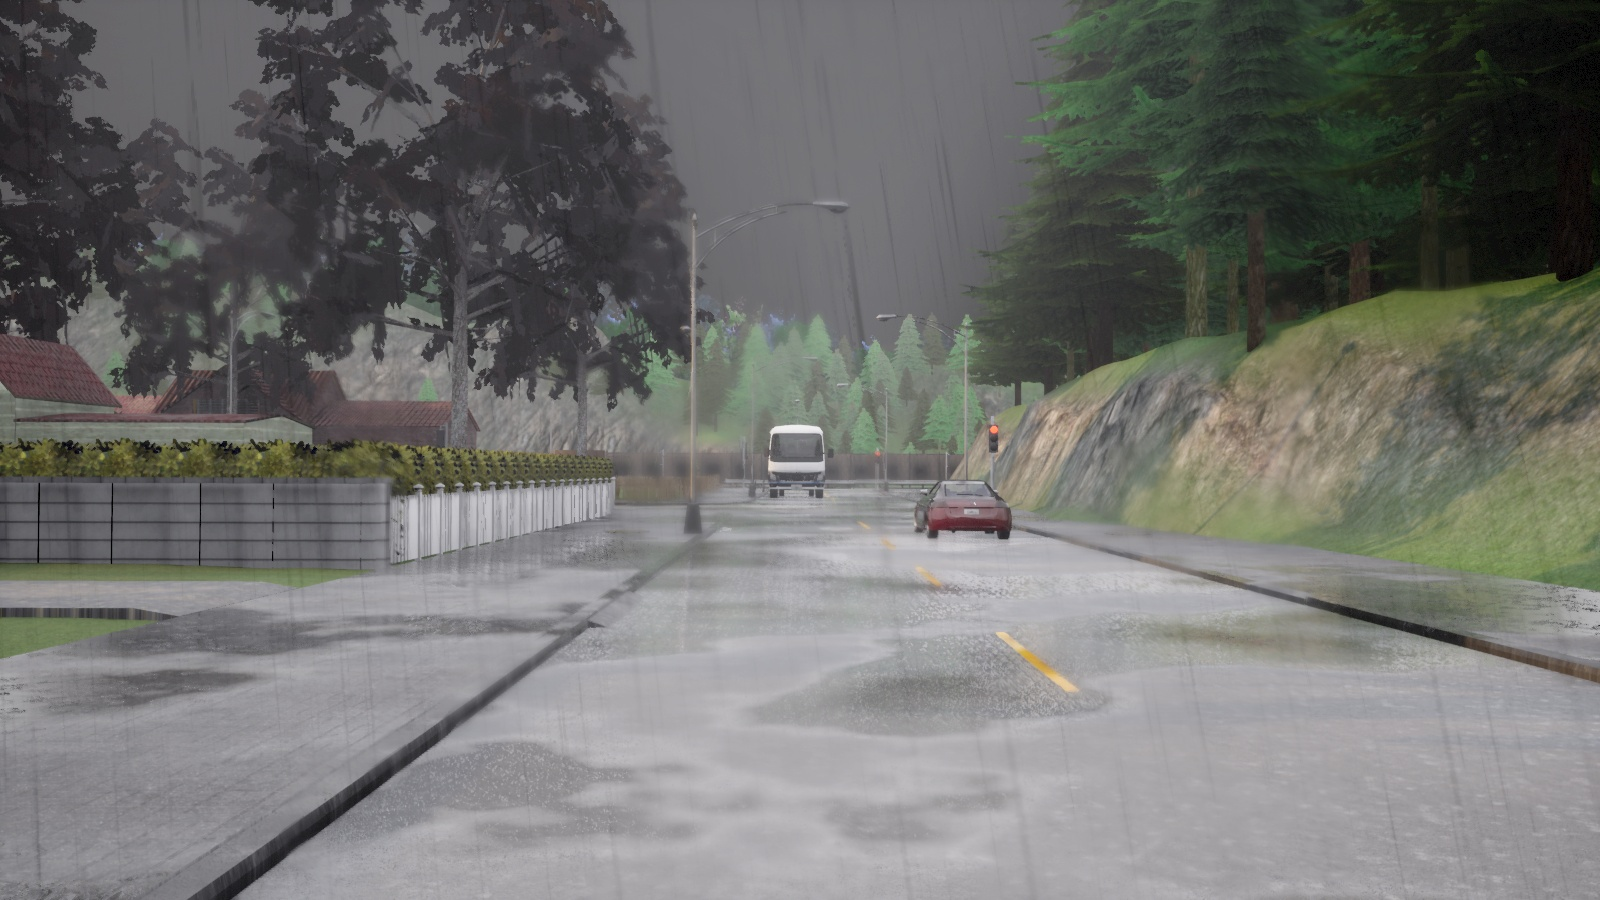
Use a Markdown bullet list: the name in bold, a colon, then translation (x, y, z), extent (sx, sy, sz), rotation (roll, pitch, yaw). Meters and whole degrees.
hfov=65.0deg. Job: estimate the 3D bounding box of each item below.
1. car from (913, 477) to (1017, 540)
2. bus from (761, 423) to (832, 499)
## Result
- **car**: translation (3.919, 1.374, 30.520), extent (1.994, 1.385, 4.181), rotation (0, -1, 0)
- **bus**: translation (-0.192, 0.698, 75.175), extent (3.944, 4.253, 10.273), rotation (0, -1, 0)
